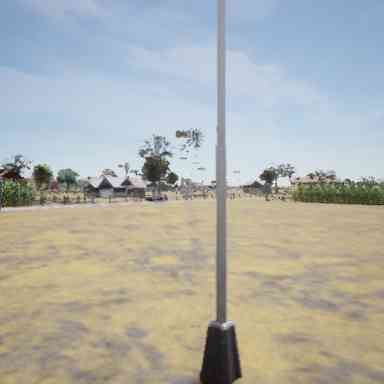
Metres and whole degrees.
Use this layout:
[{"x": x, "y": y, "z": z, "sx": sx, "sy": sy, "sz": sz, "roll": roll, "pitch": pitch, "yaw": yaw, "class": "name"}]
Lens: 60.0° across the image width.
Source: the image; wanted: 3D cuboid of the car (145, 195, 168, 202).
[{"x": -6.929, "y": 1.287, "z": 64.786, "sx": 1.895, "sy": 1.301, "sz": 4.718, "roll": 0, "pitch": 0, "yaw": 36, "class": "car"}]
